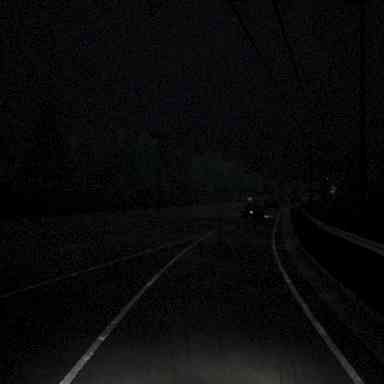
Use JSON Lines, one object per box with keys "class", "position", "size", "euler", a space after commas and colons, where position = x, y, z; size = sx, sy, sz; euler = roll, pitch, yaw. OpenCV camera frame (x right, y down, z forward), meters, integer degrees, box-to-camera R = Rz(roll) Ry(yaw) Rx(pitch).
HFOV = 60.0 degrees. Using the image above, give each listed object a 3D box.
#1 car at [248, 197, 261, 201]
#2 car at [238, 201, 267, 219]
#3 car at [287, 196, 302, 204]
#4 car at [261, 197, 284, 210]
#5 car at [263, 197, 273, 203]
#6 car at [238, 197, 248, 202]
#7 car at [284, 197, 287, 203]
{"class": "car", "position": [17.543, 2.296, 91.700], "size": [1.994, 1.385, 4.181], "euler": [0, 0, 22]}
{"class": "car", "position": [5.928, 1.827, 32.222], "size": [1.994, 1.385, 4.181], "euler": [0, 0, 15]}
{"class": "car", "position": [27.098, 1.981, 87.327], "size": [2.150, 2.045, 5.566], "euler": [0, 0, 22]}
{"class": "car", "position": [12.440, 1.786, 51.450], "size": [2.097, 1.767, 4.553], "euler": [0, 0, 21]}
{"class": "car", "position": [20.618, 2.245, 89.976], "size": [1.837, 1.490, 4.892], "euler": [0, 0, 22]}
{"class": "car", "position": [14.151, 2.234, 92.655], "size": [1.837, 1.490, 4.892], "euler": [0, 0, 22]}
{"class": "car", "position": [23.998, 2.305, 88.991], "size": [1.994, 1.385, 4.181], "euler": [0, 0, 22]}
